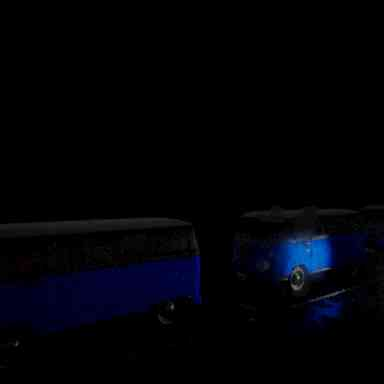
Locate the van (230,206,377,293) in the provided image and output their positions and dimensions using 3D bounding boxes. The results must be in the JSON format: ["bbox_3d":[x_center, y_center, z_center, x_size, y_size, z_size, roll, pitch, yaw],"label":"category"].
[{"bbox_3d":[2.812,1.338,8.548,3.998,1.788,1.690,0,-1,-35],"label":"van"}]

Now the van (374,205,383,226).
[{"bbox_3d":[7.361,1.335,11.788,3.998,1.788,1.690,0,-1,-35],"label":"van"}]

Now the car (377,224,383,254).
[{"bbox_3d":[6.617,1.521,8.095,4.674,1.442,1.812,0,0,-35],"label":"car"}]

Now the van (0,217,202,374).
[{"bbox_3d":[-1.738,1.340,5.307,3.998,1.788,1.690,0,-1,-35],"label":"van"}]
